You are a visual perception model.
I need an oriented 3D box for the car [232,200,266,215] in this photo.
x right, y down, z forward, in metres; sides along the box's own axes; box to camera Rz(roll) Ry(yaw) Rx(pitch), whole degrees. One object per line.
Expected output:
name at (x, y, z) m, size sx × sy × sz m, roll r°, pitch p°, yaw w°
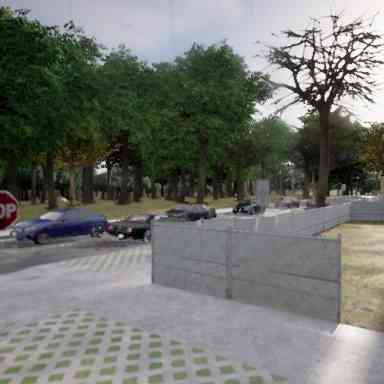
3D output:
car at (5.592, 1.450, 32.384) m, size 1.994 × 1.385 × 4.181 m, roll 2°, pitch 2°, yaw 35°

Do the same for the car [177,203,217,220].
car at (-0.164, 1.542, 24.377) m, size 2.033 × 1.411 × 5.357 m, roll 2°, pitch 1°, yaw 36°

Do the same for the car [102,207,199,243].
car at (-1.925, 1.696, 16.875) m, size 1.895 × 1.301 × 4.718 m, roll 2°, pitch 1°, yaw 36°

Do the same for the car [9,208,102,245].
car at (-6.179, 1.541, 15.997) m, size 1.812 × 1.442 × 4.674 m, roll 2°, pitch 1°, yaw 36°

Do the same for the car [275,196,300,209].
car at (11.828, 1.248, 40.970) m, size 1.812 × 1.442 × 4.674 m, roll 2°, pitch 3°, yaw 36°

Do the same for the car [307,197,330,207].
car at (15.877, 1.311, 41.703) m, size 1.994 × 1.385 × 4.181 m, roll 2°, pitch 2°, yaw 36°
